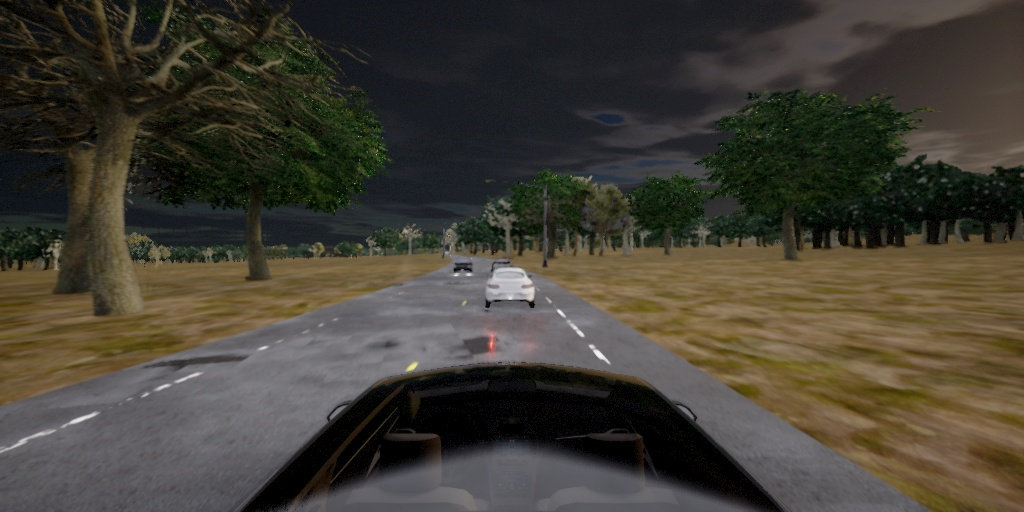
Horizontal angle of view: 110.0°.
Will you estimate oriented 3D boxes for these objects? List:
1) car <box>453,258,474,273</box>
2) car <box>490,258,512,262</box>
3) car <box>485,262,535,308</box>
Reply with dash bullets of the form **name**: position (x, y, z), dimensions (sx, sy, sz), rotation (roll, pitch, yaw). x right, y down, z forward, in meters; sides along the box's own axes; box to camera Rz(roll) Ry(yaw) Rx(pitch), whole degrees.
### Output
- **car**: position (-4.871, 0.918, 36.474), dimensions (2.033, 1.411, 5.357), rotation (0, 1, -4)
- **car**: position (-0.989, 0.903, 33.421), dimensions (2.128, 1.511, 4.902), rotation (0, 1, -4)
- **car**: position (-0.120, 1.162, 14.542), dimensions (1.812, 1.442, 4.674), rotation (0, 1, -2)
